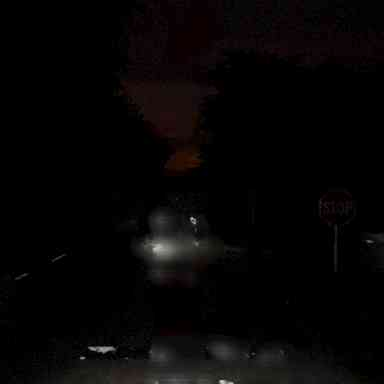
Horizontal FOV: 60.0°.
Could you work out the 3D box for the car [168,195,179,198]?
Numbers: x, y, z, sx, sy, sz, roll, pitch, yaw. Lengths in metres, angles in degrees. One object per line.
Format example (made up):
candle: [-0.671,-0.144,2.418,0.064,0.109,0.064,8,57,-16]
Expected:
car: [-3.163,1.408,41.241,2.128,1.511,4.902,0,0,0]

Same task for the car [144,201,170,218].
car: [-3.146,1.555,30.568,1.895,1.301,4.718,0,0,0]

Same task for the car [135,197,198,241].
car: [-1.396,1.333,16.840,2.097,1.767,4.553,0,0,-23]

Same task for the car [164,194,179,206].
car: [-3.157,1.210,53.148,2.097,1.767,4.553,0,0,0]
